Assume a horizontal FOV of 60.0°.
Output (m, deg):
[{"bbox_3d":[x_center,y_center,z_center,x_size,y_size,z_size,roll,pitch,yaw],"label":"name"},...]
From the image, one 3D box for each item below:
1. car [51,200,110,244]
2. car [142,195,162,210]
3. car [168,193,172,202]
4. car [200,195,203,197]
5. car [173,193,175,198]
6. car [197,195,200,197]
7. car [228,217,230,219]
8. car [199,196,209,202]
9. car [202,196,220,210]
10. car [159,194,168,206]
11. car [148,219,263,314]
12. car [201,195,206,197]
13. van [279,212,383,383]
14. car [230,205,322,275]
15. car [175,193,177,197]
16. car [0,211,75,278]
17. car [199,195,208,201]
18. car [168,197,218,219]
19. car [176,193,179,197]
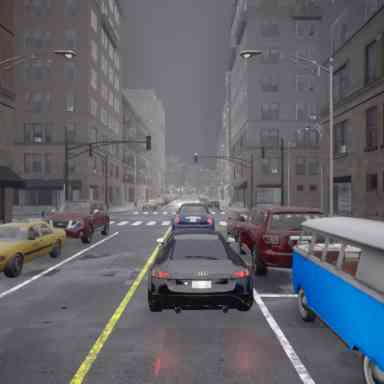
[{"bbox_3d":[-5.382,1.314,16.027,2.192,1.841,5.009,0,0,0],"label":"car"},{"bbox_3d":[-5.368,1.521,42.864,1.752,1.417,4.829,0,0,0],"label":"car"},{"bbox_3d":[-5.343,1.311,59.480,2.192,1.841,5.009,0,0,0],"label":"car"},{"bbox_3d":[2.698,1.547,53.989,2.008,1.369,4.403,0,0,0],"label":"car"},{"bbox_3d":[-5.327,1.437,70.444,1.967,1.590,4.097,0,0,0],"label":"car"},{"bbox_3d":[2.716,1.548,70.435,2.008,1.369,4.403,0,0,0],"label":"car"},{"bbox_3d":[2.656,1.581,16.017,1.802,1.307,4.206,0,0,0],"label":"car"},{"bbox_3d":[2.722,1.548,75.917,2.008,1.369,4.403,0,0,0],"label":"car"},{"bbox_3d":[2.686,1.547,43.026,2.008,1.369,4.403,0,0,0],"label":"car"},{"bbox_3d":[-5.352,1.522,53.828,1.752,1.417,4.829,0,0,0],"label":"car"},{"bbox_3d":[0.107,1.564,7.732,1.994,1.385,4.181,0,0,-2],"label":"car"},{"bbox_3d":[2.692,1.541,48.507,1.887,1.381,4.507,0,0,0],"label":"car"},{"bbox_3d":[2.643,1.341,4.659,1.690,1.788,3.998,0,0,0],"label":"van"},{"bbox_3d":[2.650,1.314,10.338,2.192,1.841,5.009,0,0,0],"label":"car"},{"bbox_3d":[-5.311,1.563,81.409,1.947,1.339,4.313,0,0,0],"label":"car"},{"bbox_3d":[-5.388,1.525,10.178,1.752,1.417,4.829,0,0,0],"label":"car"},{"bbox_3d":[2.728,1.437,81.399,1.967,1.590,4.097,0,0,0],"label":"car"},{"bbox_3d":[0.069,1.350,17.788,2.097,1.767,4.553,0,0,0],"label":"car"},{"bbox_3d":[-5.303,1.312,86.890,2.192,1.841,5.009,0,0,0],"label":"car"}]
